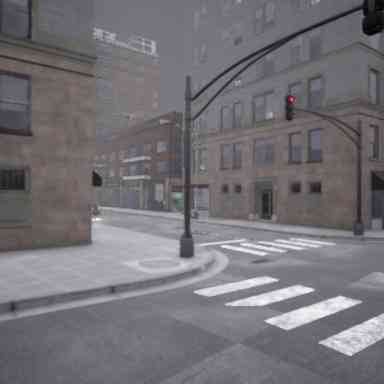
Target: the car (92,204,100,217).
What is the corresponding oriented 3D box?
[{"bbox_3d":[-10.224,1.609,31.439,1.994,1.385,4.181,1,0,-36],"label":"car"}]
